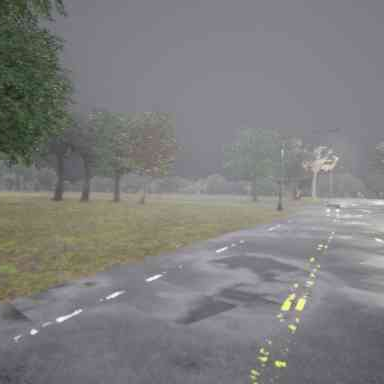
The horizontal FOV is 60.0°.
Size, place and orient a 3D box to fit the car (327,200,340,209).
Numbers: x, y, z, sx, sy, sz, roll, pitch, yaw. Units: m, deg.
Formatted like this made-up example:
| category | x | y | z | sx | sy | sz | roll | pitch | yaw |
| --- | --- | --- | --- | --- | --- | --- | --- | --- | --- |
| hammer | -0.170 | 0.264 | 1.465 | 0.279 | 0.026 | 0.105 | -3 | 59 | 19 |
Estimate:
| category | x | y | z | sx | sy | sz | roll | pitch | yaw |
| --- | --- | --- | --- | --- | --- | --- | --- | --- | --- |
| car | 24.495 | 2.116 | 57.517 | 1.812 | 1.442 | 4.674 | 2 | 0 | 27 |
